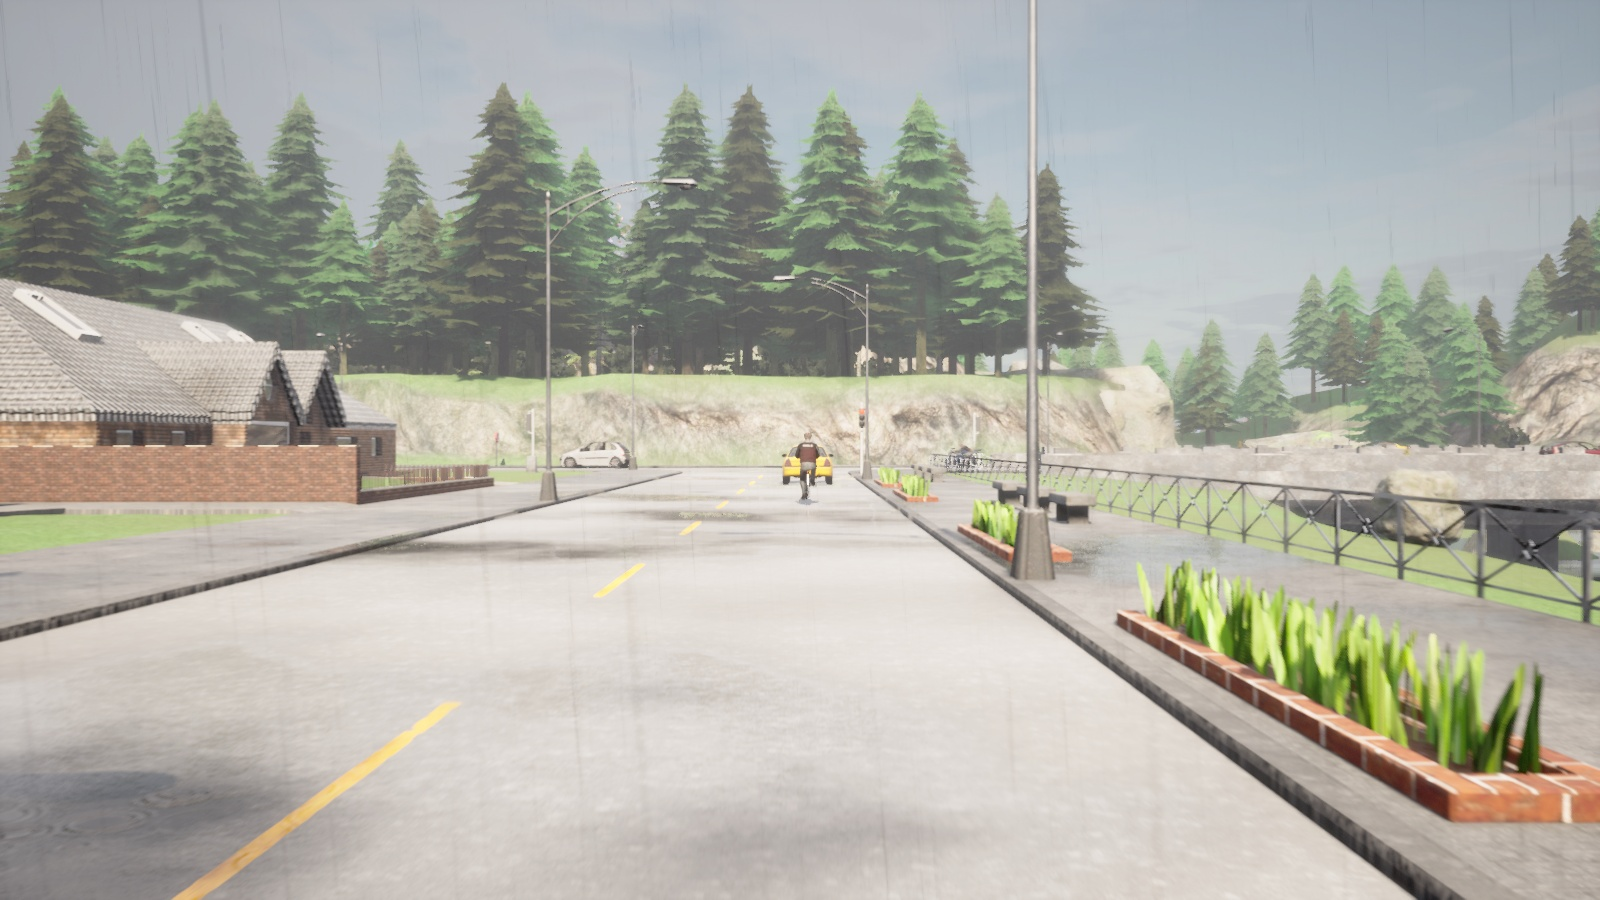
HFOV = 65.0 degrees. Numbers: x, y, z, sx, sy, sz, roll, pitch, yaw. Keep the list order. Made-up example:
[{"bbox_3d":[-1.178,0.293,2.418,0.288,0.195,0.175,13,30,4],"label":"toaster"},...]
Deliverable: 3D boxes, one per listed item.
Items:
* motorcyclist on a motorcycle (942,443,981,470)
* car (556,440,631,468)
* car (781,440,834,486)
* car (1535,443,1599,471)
[{"bbox_3d":[9.394,0.377,73.095,2.191,1.530,0.866,0,0,0],"label":"motorcyclist on a motorcycle"},{"bbox_3d":[-12.019,0.223,73.147,3.988,1.617,1.851,0,0,5],"label":"car"},{"bbox_3d":[0.278,0.428,45.680,1.801,1.575,5.366,0,0,0],"label":"car"},{"bbox_3d":[42.709,0.371,68.897,3.705,1.549,1.789,0,0,0],"label":"car"}]
